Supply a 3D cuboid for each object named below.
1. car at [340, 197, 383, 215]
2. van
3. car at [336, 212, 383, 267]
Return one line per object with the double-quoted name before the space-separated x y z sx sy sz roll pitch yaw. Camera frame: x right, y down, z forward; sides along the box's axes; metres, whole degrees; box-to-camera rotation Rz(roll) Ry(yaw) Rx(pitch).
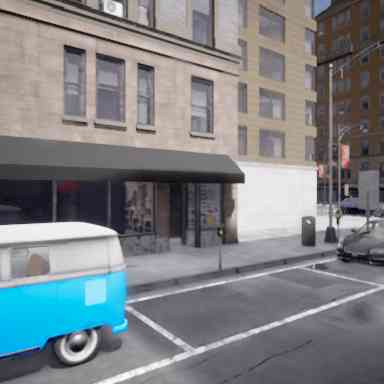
"car" 15.302 1.284 29.141 2.097 1.767 4.553 0 0 -36
"van" -2.816 1.341 4.182 3.998 1.788 1.690 0 0 -35
"car" 6.412 1.550 10.745 4.403 1.369 2.008 0 0 -35
